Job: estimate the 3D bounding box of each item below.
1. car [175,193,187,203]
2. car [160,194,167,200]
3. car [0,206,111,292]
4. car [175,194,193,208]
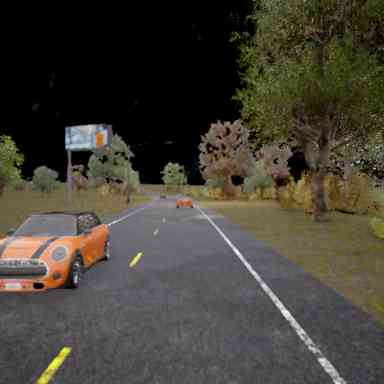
[{"bbox_3d":[-2.075,1.099,63.120,2.097,1.767,4.553,0,0,-4],"label":"car"},{"bbox_3d":[-7.349,1.235,84.932,1.895,1.301,4.718,0,0,-5],"label":"car"},{"bbox_3d":[-3.675,1.327,9.032,2.097,1.767,4.553,0,0,-1],"label":"car"},{"bbox_3d":[-1.016,1.186,44.462,2.097,1.767,4.553,0,0,-3],"label":"car"}]
